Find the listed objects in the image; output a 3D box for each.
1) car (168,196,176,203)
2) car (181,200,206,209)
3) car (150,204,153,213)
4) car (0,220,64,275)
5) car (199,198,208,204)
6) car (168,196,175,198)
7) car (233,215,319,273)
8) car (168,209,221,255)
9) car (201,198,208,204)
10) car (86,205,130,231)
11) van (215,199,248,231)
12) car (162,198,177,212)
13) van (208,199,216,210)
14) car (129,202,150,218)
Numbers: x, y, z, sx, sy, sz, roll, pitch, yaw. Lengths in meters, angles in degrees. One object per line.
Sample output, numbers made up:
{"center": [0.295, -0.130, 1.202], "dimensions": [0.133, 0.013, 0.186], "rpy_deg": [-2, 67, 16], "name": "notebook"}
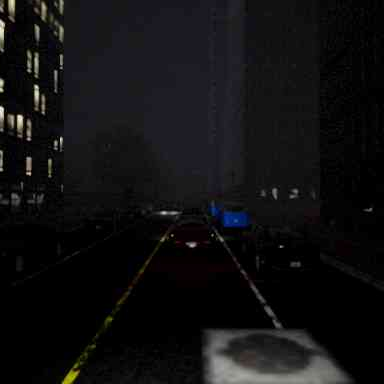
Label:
{"center": [-5.651, 2.010, 94.491], "dimensions": [2.192, 1.841, 5.009], "rpy_deg": [0, 0, 0], "name": "car"}
{"center": [0.041, 1.739, 29.204], "dimensions": [1.882, 1.535, 5.008], "rpy_deg": [0, 0, 1], "name": "car"}
{"center": [-5.801, 1.865, 40.871], "dimensions": [1.752, 1.417, 4.829], "rpy_deg": [0, 0, 0], "name": "car"}
{"center": [-5.687, 1.659, 10.837], "dimensions": [1.887, 1.381, 4.507], "rpy_deg": [0, -1, 0], "name": "car"}
{"center": [2.722, 2.149, 77.440], "dimensions": [1.947, 1.339, 4.313], "rpy_deg": [0, 0, 0], "name": "car"}
{"center": [-5.658, 2.128, 77.440], "dimensions": [1.887, 1.381, 4.507], "rpy_deg": [0, 0, 0], "name": "car"}
{"center": [2.695, 1.666, 10.833], "dimensions": [2.008, 1.369, 4.403], "rpy_deg": [0, -1, 0], "name": "car"}
{"center": [0.032, 1.668, 13.875], "dimensions": [1.812, 1.442, 4.674], "rpy_deg": [0, 0, 1], "name": "car"}
{"center": [2.721, 1.985, 71.760], "dimensions": [1.967, 1.590, 4.097], "rpy_deg": [0, 0, 0], "name": "car"}
{"center": [-5.681, 1.778, 22.240], "dimensions": [1.947, 1.339, 4.313], "rpy_deg": [0, 0, 0], "name": "car"}
{"center": [2.702, 1.553, 22.240], "dimensions": [1.690, 1.788, 3.998], "rpy_deg": [0, 0, 0], "name": "van"}
{"center": [-2.993, 1.918, 45.487], "dimensions": [2.033, 1.411, 5.357], "rpy_deg": [0, 0, 0], "name": "car"}
{"center": [2.788, 1.632, 33.636], "dimensions": [1.690, 1.788, 3.998], "rpy_deg": [0, 0, 0], "name": "van"}
{"center": [-5.756, 1.857, 33.636], "dimensions": [1.947, 1.339, 4.313], "rpy_deg": [0, 0, 0], "name": "car"}
